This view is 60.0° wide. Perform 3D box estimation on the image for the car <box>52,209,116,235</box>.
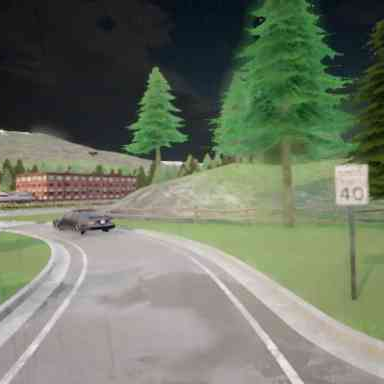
[{"bbox_3d":[-6.841,1.801,20.753,2.033,1.411,5.357,-1,0,-44],"label":"car"}]
